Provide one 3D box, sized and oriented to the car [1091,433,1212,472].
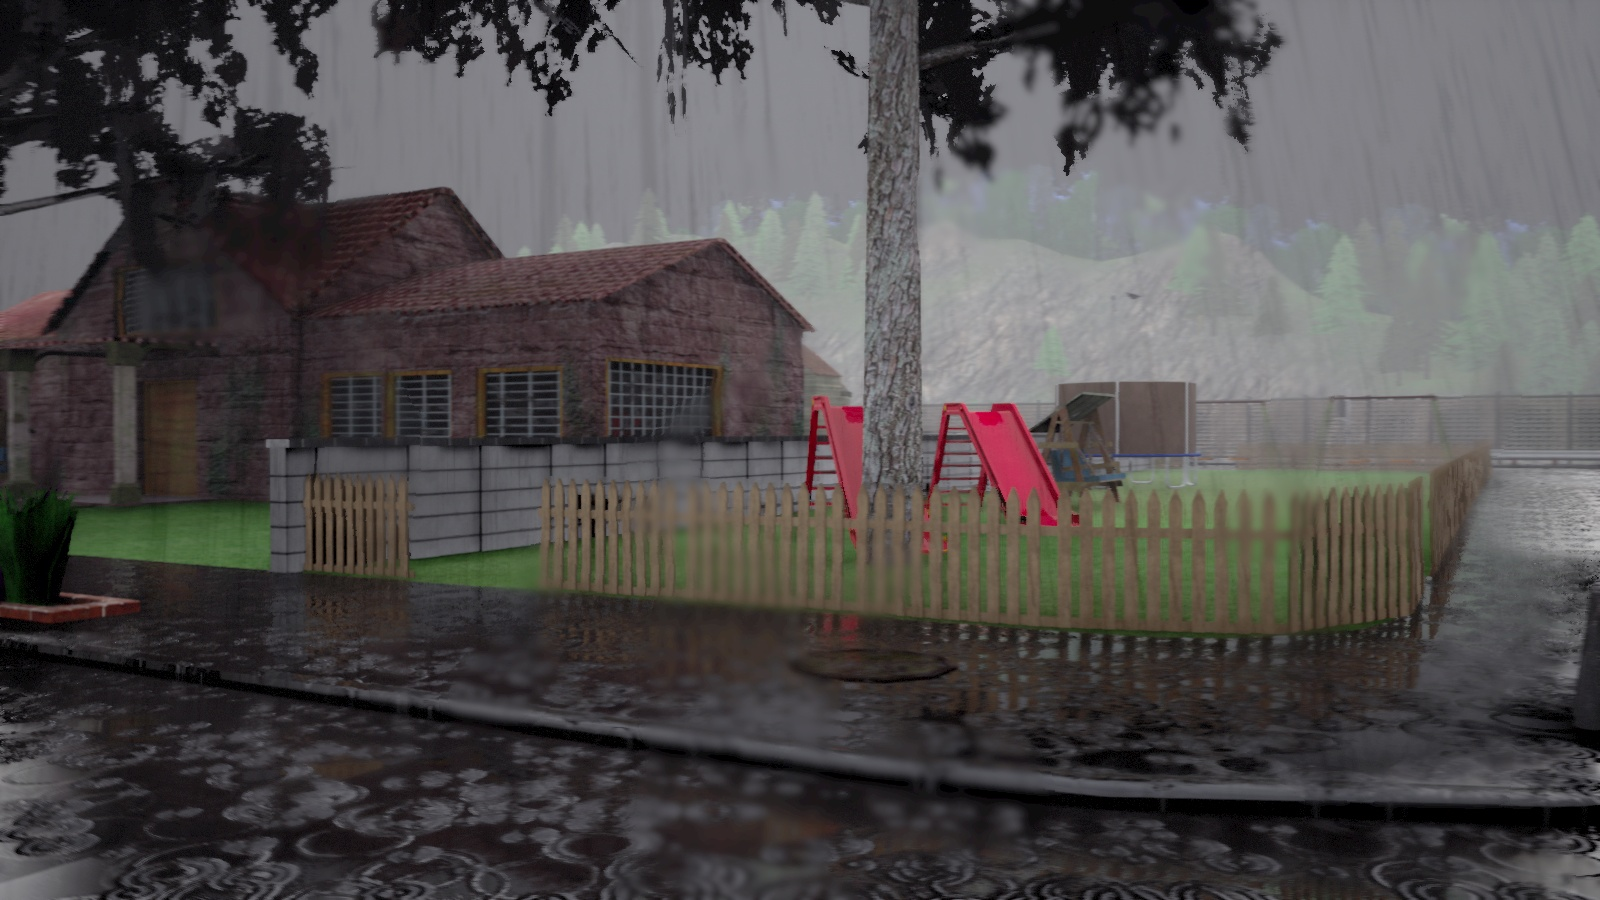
[{"bbox_3d":[15.715,0.099,56.148,4.856,1.649,2.033,1,1,30],"label":"car"}]
